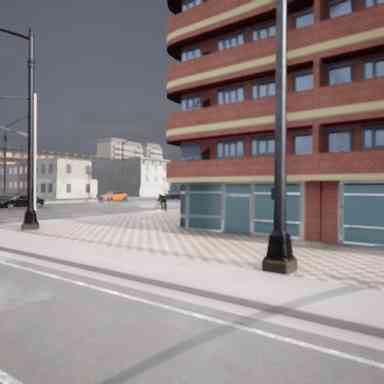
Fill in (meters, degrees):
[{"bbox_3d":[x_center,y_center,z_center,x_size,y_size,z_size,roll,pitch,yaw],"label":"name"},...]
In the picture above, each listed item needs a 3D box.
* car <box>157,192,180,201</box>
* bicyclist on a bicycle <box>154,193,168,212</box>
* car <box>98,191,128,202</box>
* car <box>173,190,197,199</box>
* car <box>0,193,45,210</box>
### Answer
[{"bbox_3d":[-3.578,0.729,55.731,1.895,1.301,4.718,1,1,37],"label":"car"},{"bbox_3d":[-2.708,0.926,29.329,1.656,1.620,0.582,0,1,37],"label":"bicyclist on a bicycle"},{"bbox_3d":[-11.993,0.613,50.313,2.097,1.767,4.553,1,1,37],"label":"car"},{"bbox_3d":[-1.229,0.481,64.625,2.128,1.511,4.902,1,1,37],"label":"car"},{"bbox_3d":[-18.430,1.040,35.826,1.837,1.490,4.892,1,1,37],"label":"car"}]
